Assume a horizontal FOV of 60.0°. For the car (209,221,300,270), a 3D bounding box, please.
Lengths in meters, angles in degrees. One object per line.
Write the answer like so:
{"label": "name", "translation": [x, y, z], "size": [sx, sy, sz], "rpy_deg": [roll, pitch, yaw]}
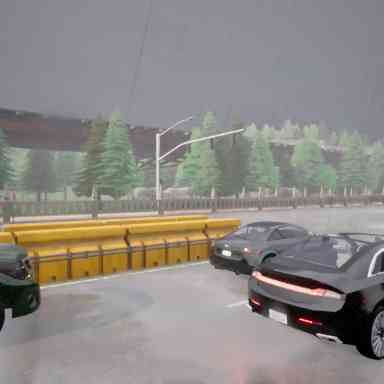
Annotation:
{"label": "car", "translation": [2.535, 1.564, 9.833], "size": [4.181, 1.385, 1.994], "rpy_deg": [0, 0, -36]}

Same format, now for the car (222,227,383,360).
{"label": "car", "translation": [3.143, 1.492, 5.972], "size": [4.902, 1.511, 2.128], "rpy_deg": [0, 0, -36]}

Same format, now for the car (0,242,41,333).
{"label": "car", "translation": [-5.093, 1.221, 4.420], "size": [5.566, 2.045, 2.150], "rpy_deg": [0, 0, -35]}
